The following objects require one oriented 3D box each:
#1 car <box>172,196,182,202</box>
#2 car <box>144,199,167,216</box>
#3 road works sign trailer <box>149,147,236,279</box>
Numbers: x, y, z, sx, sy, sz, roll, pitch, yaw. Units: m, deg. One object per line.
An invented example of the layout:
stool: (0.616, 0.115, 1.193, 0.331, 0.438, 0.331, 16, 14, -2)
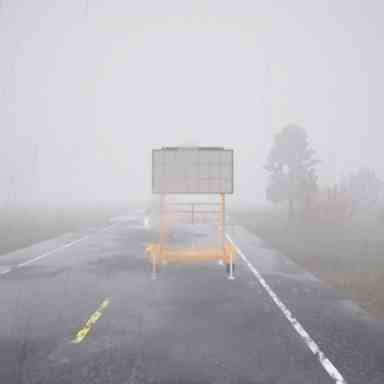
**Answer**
car: (-3.341, 1.550, 73.843, 1.812, 1.442, 4.674, 0, 0, 0)
car: (-3.529, 1.507, 32.925, 1.837, 1.490, 4.892, 0, 0, 0)
road works sign trailer: (0.021, 0.462, 9.974, 2.380, 3.560, 2.880, 0, 0, 0)
